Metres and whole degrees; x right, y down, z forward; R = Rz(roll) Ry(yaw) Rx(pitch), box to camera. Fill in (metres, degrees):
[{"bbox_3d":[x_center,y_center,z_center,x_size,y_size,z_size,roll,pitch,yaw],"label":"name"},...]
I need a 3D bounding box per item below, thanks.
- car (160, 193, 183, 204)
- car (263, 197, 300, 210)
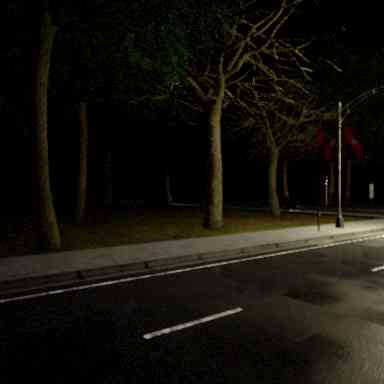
[{"bbox_3d":[-3.831,1.165,60.919,2.150,2.045,5.566,0,-1,-36],"label":"car"},{"bbox_3d":[10.928,1.457,40.868,1.837,1.490,4.892,0,0,-36],"label":"car"}]
